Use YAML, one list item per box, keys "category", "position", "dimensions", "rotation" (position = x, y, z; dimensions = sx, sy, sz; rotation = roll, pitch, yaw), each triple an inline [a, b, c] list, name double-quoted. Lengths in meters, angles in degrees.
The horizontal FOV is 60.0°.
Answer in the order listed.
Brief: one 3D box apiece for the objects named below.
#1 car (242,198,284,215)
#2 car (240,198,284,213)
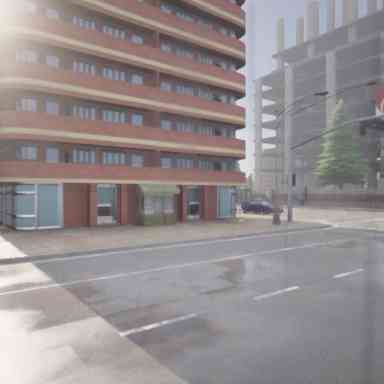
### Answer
- category: "car"
  position: [7.036, 1.514, 33.404]
  dimensions: [1.812, 1.442, 4.674]
  rotation: [0, 0, -36]
- category: "car"
  position: [7.943, 1.491, 38.090]
  dimensions: [1.837, 1.490, 4.892]
  rotation: [0, 0, -36]
